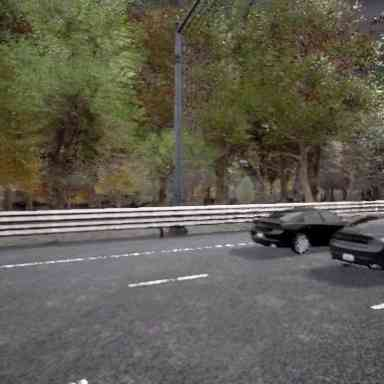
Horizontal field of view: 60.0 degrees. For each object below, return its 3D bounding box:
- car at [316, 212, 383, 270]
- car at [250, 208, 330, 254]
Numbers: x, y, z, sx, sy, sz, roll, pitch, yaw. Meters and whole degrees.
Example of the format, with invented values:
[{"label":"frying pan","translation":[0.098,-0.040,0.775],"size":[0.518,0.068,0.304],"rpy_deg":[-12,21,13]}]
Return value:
[{"label":"car","translation":[6.139,1.402,9.594],"size":[4.892,1.490,1.837],"rpy_deg":[0,1,-27]},{"label":"car","translation":[4.564,1.337,12.721],"size":[5.008,1.535,1.882],"rpy_deg":[0,1,-27]}]
